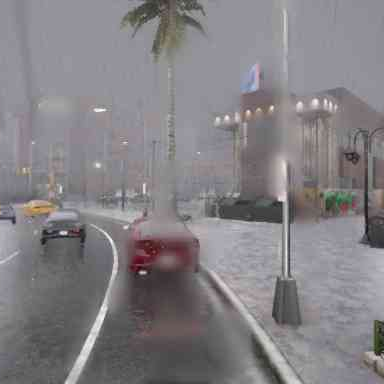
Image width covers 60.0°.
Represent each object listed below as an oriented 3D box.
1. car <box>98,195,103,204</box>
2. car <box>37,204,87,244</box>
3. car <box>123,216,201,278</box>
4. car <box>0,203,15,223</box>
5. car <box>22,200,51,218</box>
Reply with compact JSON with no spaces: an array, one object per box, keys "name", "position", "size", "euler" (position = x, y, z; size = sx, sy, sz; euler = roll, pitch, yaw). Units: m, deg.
[{"name":"car","position":[-14.576,1.238,56.454],"size":[4.553,1.767,2.185],"euler":[0,0,42]},{"name":"car","position":[-6.085,1.519,15.922],"size":[1.812,1.442,4.674],"euler":[0,0,-19]},{"name":"car","position":[-1.082,1.475,10.345],"size":[1.882,1.535,5.008],"euler":[0,0,-12]},{"name":"car","position":[-14.390,1.532,24.846],"size":[2.033,1.411,5.357],"euler":[0,0,-33]},{"name":"car","position":[-13.864,1.463,29.890],"size":[1.882,1.535,5.008],"euler":[0,0,-38]}]
